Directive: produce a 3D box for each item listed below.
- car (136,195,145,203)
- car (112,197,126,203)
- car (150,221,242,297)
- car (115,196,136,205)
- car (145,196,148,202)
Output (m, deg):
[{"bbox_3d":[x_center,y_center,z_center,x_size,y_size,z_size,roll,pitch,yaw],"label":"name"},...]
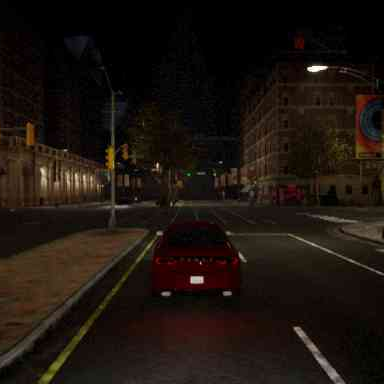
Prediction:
[{"bbox_3d":[-11.712,1.588,68.741,2.033,1.411,5.357,0,0,0],"label":"car"},{"bbox_3d":[-14.962,1.643,68.797,1.895,1.301,4.718,0,0,0],"label":"car"},{"bbox_3d":[0.056,1.484,8.663,1.882,1.535,5.008,0,0,-1],"label":"car"},{"bbox_3d":[-11.738,1.642,58.668,1.895,1.301,4.718,0,0,0],"label":"car"},{"bbox_3d":[-11.745,1.533,79.220,1.882,1.535,5.008,0,0,0],"label":"car"}]
